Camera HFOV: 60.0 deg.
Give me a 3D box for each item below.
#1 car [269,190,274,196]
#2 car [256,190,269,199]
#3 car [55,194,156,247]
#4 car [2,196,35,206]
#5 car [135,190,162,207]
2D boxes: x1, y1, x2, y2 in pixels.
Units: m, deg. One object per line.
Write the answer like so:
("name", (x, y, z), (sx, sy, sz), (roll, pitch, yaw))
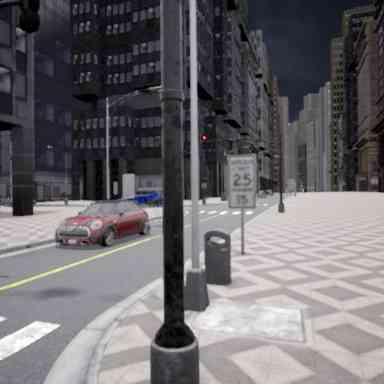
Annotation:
("car", (17.526, 0.254, 75.840), (1.994, 1.385, 4.181), (-1, 1, 19))
("car", (12.480, 0.439, 61.221), (1.837, 1.490, 4.892), (-1, 1, 19))
("car", (-3.615, 1.170, 14.129), (2.097, 1.767, 4.553), (-1, 1, 19))
("car", (-24.213, 1.249, 45.771), (5.357, 1.411, 2.033), (0, 0, 19))
("car", (-5.758, 0.744, 39.381), (5.566, 2.045, 2.150), (0, 0, 21))
